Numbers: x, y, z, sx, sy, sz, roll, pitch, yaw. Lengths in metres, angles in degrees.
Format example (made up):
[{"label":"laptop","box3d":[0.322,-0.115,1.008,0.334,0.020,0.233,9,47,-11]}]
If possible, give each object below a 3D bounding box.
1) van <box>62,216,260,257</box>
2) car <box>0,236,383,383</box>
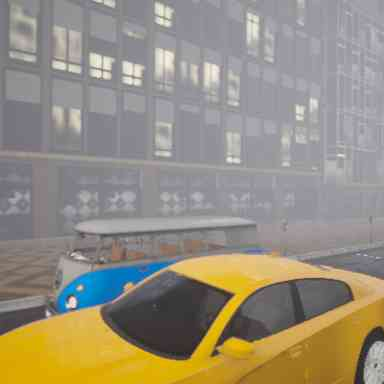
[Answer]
[{"label":"van","box3d":[-0.447,1.374,6.244,3.998,1.788,1.690,1,-1,-35]},{"label":"car","box3d":[0.344,1.502,3.625,5.008,1.535,1.882,1,0,-35]}]
